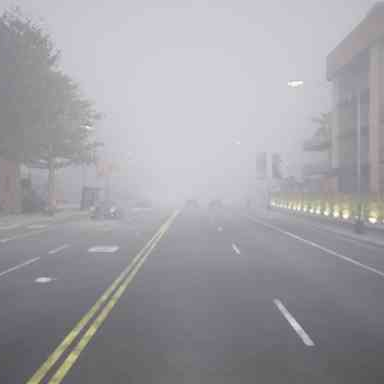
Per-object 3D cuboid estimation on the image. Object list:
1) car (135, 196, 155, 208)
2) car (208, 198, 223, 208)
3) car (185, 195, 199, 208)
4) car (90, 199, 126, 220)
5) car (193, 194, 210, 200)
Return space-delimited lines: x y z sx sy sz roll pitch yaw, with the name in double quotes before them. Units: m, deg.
"car" -7.013 1.640 48.444 1.994 1.385 4.181 0 0 0
"car" 3.497 1.548 48.933 2.128 1.511 4.902 0 0 0
"car" 0.005 1.533 49.386 1.882 1.535 5.008 0 0 1
"car" -7.102 1.383 28.428 2.097 1.767 4.553 0 0 0
"car" 2.648 1.361 94.495 4.553 1.767 2.185 0 0 0
